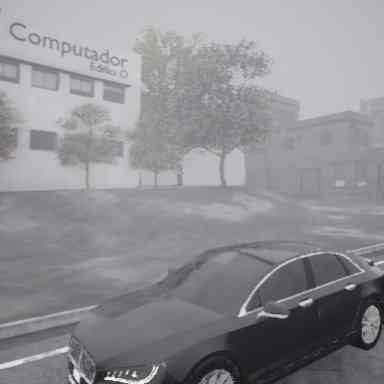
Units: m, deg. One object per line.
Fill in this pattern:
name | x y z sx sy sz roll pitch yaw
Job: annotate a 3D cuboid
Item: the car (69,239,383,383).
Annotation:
car | 0.868 1.496 4.612 4.892 1.490 1.837 0 0 -36
